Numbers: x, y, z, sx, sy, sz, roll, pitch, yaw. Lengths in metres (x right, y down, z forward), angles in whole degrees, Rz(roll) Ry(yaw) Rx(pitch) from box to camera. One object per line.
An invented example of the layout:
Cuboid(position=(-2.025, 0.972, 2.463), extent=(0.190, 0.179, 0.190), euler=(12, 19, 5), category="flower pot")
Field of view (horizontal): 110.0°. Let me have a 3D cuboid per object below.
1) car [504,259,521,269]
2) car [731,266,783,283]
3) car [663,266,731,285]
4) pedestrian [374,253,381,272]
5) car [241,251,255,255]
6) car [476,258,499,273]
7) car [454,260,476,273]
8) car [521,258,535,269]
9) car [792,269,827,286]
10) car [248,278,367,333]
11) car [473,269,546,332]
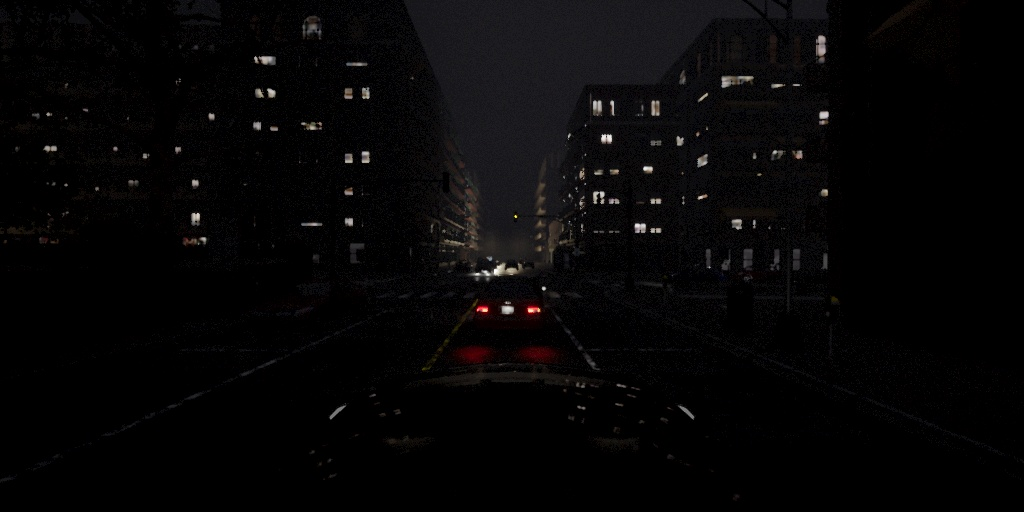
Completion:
Cuboid(position=(-0.057, 1.239, 51.973), extent=(1.812, 1.442, 4.674), euler=(0, 0, 0), category="car")
Cuboid(position=(21.289, 1.550, 31.565), extent=(4.097, 1.591, 1.967), euler=(0, 0, -1), category="car")
Cuboid(position=(14.594, 1.533, 28.899), extent=(4.674, 1.442, 1.812), euler=(1, 0, -1), category="car")
Cuboid(position=(-12.812, 0.629, 34.013), extent=(0.375, 1.860, 0.375), euler=(0, -1, -1), category="pedestrian")
Cuboid(position=(-18.670, 0.659, 25.190), extent=(5.566, 2.045, 2.150), euler=(1, 0, -1), category="car")
Cuboid(position=(-3.197, 1.266, 43.320), extent=(2.033, 1.411, 5.357), euler=(0, 0, 4), category="car")
Cuboid(position=(-5.817, 1.159, 43.043), extent=(1.967, 1.591, 4.097), euler=(0, 0, 0), category="car")
Cuboid(position=(2.528, 1.262, 54.341), extent=(2.007, 1.370, 4.403), euler=(0, 0, 0), category="car")
Cuboid(position=(25.041, 1.792, 29.060), extent=(4.718, 1.301, 1.895), euler=(1, 0, -1), category="car")
Cuboid(position=(-5.715, 1.325, 10.632), extent=(1.802, 1.307, 4.207), euler=(0, 0, 0), category="car")
Cuboid(position=(0.050, 1.290, 10.846), extent=(2.033, 1.411, 5.357), euler=(0, 0, 3), category="car")
